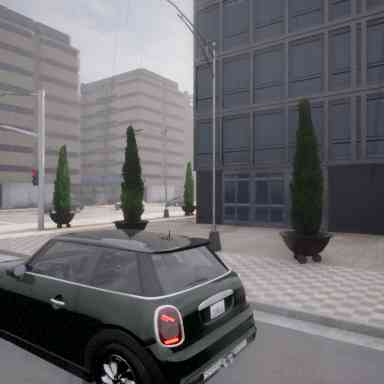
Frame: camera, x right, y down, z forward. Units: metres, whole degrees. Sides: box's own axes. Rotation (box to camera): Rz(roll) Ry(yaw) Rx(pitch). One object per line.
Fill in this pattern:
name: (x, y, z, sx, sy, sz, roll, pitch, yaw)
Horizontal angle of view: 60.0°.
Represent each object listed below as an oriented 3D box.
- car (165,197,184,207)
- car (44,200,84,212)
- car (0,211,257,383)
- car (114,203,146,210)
car: (-2.220, 1.560, 52.716, 1.837, 1.490, 4.892, 0, 0, 35)
car: (-14.062, 1.560, 35.955, 1.837, 1.490, 4.892, 0, 0, 35)
car: (-1.439, 1.352, 5.018, 4.553, 1.767, 2.097, 0, 0, 35)
car: (-8.168, 1.581, 44.296, 1.812, 1.442, 4.674, 0, 0, 35)
